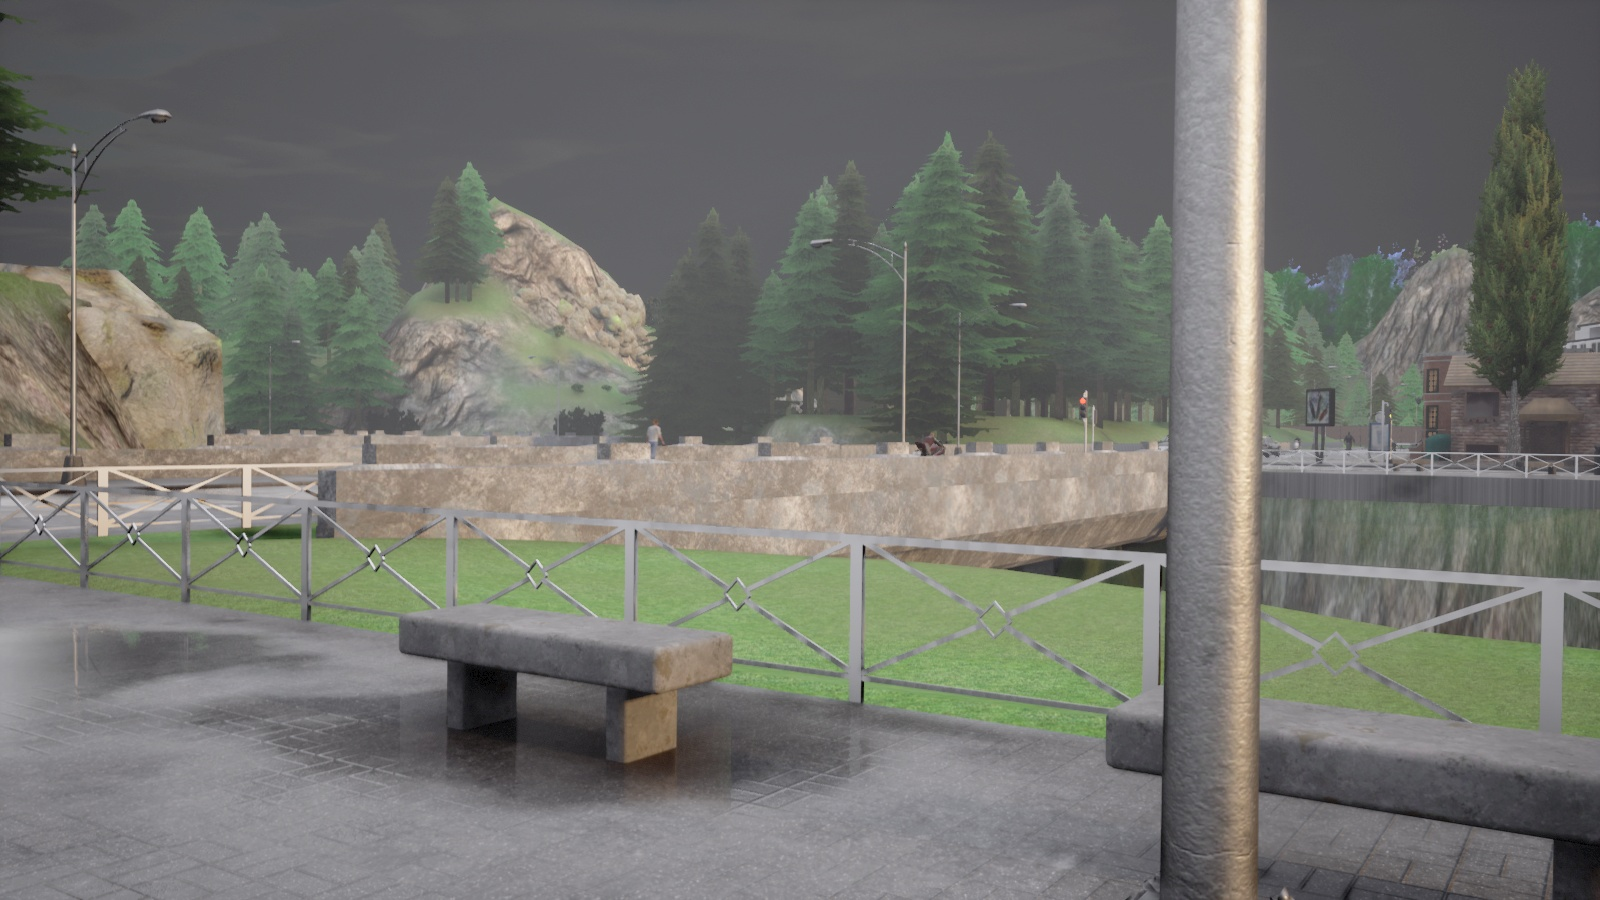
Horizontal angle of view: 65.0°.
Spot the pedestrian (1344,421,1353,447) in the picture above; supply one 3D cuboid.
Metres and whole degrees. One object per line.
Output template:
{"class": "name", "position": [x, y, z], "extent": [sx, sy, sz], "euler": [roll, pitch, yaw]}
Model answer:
{"class": "pedestrian", "position": [39.638, -1.182, 90.762], "extent": [0.563, 1.883, 0.849], "euler": [0, 1, 25]}

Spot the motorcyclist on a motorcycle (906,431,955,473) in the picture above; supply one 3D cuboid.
{"class": "motorcyclist on a motorcycle", "position": [4.851, 0.061, 46.643], "extent": [0.866, 1.530, 2.191], "euler": [0, 1, 34]}

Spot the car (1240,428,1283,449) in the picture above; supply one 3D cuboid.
{"class": "car", "position": [32.434, -0.825, 88.165], "extent": [1.970, 1.475, 3.806], "euler": [0, 1, 34]}

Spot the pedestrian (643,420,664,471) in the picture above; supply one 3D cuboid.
{"class": "pedestrian", "position": [-5.345, -0.171, 45.897], "extent": [0.354, 1.836, 0.706], "euler": [0, 1, 35]}
